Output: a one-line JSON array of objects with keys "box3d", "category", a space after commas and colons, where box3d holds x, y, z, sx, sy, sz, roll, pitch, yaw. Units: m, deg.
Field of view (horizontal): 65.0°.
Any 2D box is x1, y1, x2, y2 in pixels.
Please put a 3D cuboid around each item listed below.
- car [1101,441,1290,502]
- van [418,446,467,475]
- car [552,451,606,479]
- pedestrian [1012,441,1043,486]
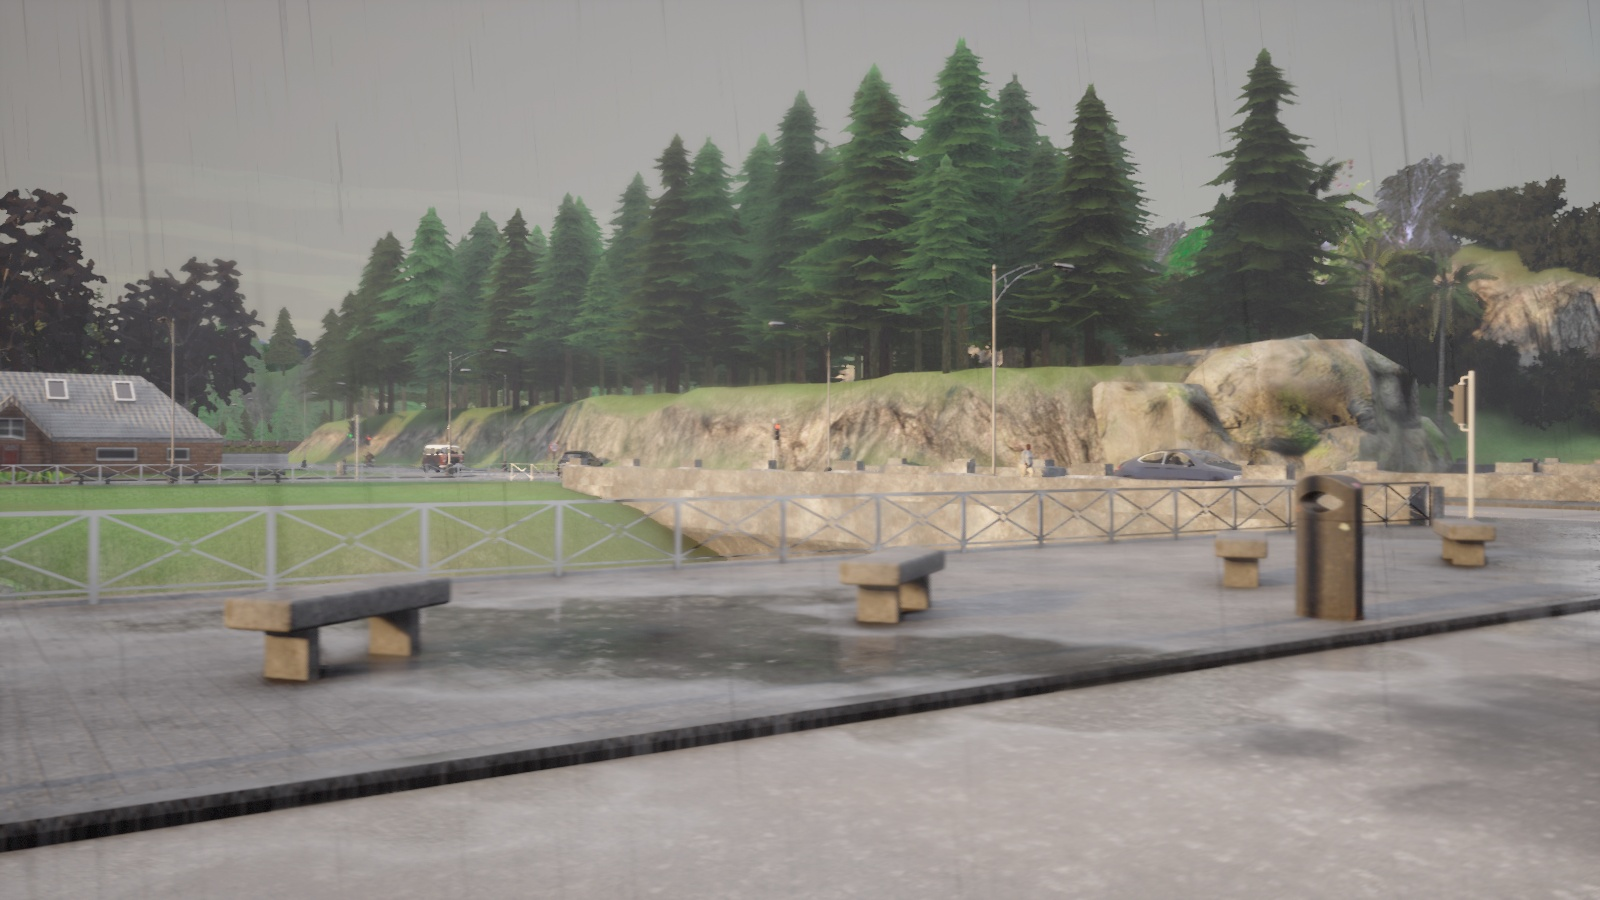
[{"box3d": [11.452, 0.589, 36.715, 2.152, 1.651, 5.027, 0, 0, -35], "category": "car"}, {"box3d": [-25.708, 0.743, 90.146, 2.069, 2.038, 4.480, 0, 0, -35], "category": "van"}, {"box3d": [-13.355, 0.890, 76.158, 2.033, 1.649, 4.856, 0, 0, 5], "category": "car"}, {"box3d": [9.613, 0.564, 53.067, 0.874, 1.855, 0.900, 0, 0, -34], "category": "pedestrian"}]
